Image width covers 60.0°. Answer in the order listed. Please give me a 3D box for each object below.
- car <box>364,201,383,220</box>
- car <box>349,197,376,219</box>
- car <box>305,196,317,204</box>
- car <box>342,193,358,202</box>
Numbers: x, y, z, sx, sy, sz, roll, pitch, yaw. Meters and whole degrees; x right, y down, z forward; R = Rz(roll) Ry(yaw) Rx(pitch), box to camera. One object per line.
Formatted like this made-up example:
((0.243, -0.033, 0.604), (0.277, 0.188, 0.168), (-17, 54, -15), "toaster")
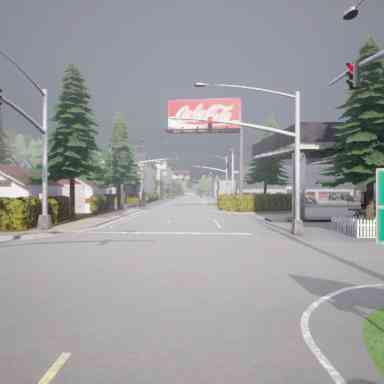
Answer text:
((18.712, 1.672, 30.641), (4.611, 1.667, 2.242), (0, 0, 0), "car")
((14.383, 1.504, 24.973), (3.866, 1.878, 1.905), (0, 0, 0), "car")
((22.538, 1.552, 64.035), (1.970, 1.475, 3.806), (0, 0, 0), "car")
((34.946, 1.489, 71.820), (2.007, 1.523, 4.514), (0, 0, 0), "car")
